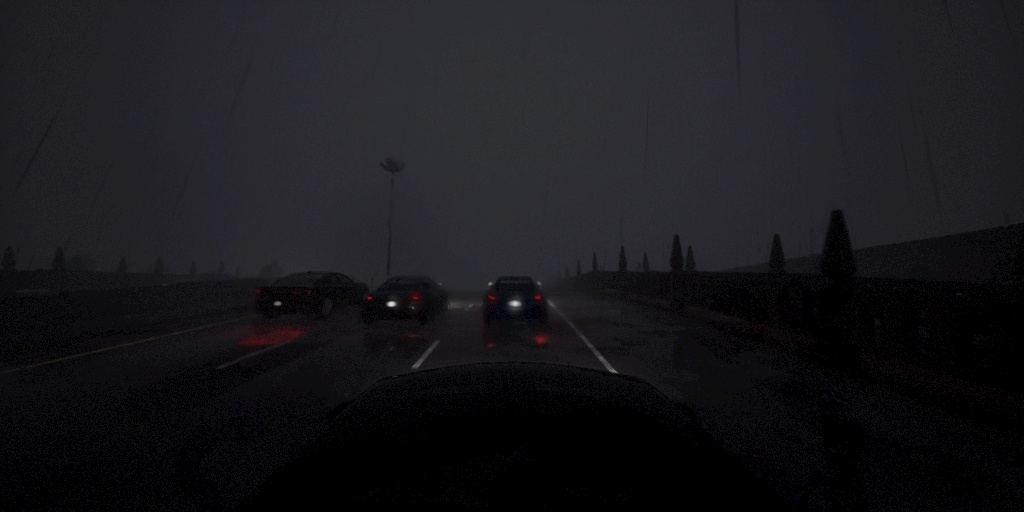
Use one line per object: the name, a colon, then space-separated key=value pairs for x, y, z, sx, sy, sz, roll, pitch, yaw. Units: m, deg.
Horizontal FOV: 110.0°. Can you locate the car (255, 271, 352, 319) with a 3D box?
car: x=-6.896 y=1.291 z=13.033 sx=1.882 sy=1.535 sz=5.008 roll=0 pitch=-1 yaw=0

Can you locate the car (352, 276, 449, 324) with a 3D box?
car: x=-3.396 y=1.360 z=12.123 sx=1.994 sy=1.385 sz=4.181 roll=0 pitch=-1 yaw=0

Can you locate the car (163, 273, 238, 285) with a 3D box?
car: x=-21.091 y=1.894 z=25.003 sx=2.033 sy=1.411 sz=5.357 roll=0 pitch=-4 yaw=0

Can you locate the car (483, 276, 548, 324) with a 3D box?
car: x=0.103 y=1.360 z=12.116 sx=1.994 sy=1.385 sz=4.181 roll=0 pitch=-1 yaw=0
